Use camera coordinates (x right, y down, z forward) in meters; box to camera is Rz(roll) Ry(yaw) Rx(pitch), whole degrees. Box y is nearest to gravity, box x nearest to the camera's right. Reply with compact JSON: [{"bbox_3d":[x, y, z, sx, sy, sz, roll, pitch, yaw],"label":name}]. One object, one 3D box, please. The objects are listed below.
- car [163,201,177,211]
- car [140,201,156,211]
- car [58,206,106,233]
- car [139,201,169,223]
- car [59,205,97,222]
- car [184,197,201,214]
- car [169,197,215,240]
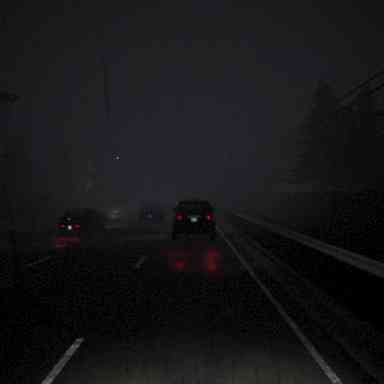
[{"bbox_3d":[-3.399,2.171,52.596,1.994,1.385,4.181,0,-1,0],"label":"car"},{"bbox_3d":[-6.899,2.130,52.432,1.812,1.442,4.674,0,-1,0],"label":"car"},{"bbox_3d":[-6.917,1.754,21.274,1.837,1.490,4.892,0,0,0],"label":"car"},{"bbox_3d":[-3.400,1.813,29.037,1.882,1.535,5.008,0,-1,0],"label":"car"},{"bbox_3d":[-10.400,1.956,30.759,1.895,1.301,4.718,0,-1,0],"label":"car"},{"bbox_3d":[0.101,1.731,43.985,2.150,2.045,5.566,0,0,0],"label":"car"},{"bbox_3d":[0.100,1.438,18.546,2.150,2.045,5.566,0,0,0],"label":"car"}]
